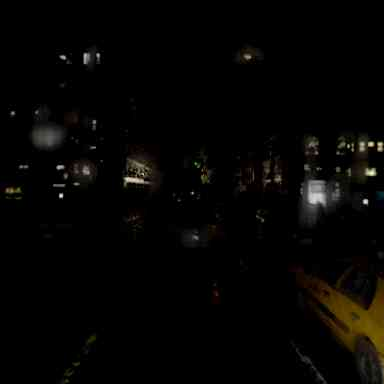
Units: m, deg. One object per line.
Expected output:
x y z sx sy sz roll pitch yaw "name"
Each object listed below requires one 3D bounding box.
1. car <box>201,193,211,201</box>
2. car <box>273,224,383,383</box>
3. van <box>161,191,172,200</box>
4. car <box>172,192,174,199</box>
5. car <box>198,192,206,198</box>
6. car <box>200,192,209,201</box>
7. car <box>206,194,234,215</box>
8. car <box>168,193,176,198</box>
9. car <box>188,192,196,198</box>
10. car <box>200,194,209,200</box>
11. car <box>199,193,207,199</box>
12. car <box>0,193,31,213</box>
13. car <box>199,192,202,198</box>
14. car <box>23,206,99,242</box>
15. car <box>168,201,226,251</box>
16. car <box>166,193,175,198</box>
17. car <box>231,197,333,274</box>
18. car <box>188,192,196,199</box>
2.706 0.960 65.045 1.967 1.590 4.097 0 0 0 "car"
2.691 1.485 4.793 1.752 1.417 4.829 0 0 0 "car"
-5.674 0.825 70.745 1.690 1.788 3.998 0 0 0 "van"
-5.672 1.031 76.444 1.802 1.307 4.206 0 0 0 "car"
2.711 0.824 87.832 1.967 1.590 4.097 0 0 0 "car"
2.703 1.144 53.653 2.008 1.369 4.403 0 0 0 "car"
3.958 1.233 30.931 5.008 1.535 1.882 0 -1 -44 "car"
-5.668 0.904 93.533 2.008 1.369 4.403 0 0 0 "car"
0.024 0.805 90.842 2.128 1.511 4.902 0 0 0 "car"
2.707 1.066 70.744 1.802 1.307 4.206 0 0 0 "car"
2.710 0.967 82.136 2.008 1.369 4.403 0 0 0 "car"
-17.266 1.020 29.939 5.009 1.841 2.192 0 0 0 "car"
2.705 0.997 59.349 1.967 1.590 4.097 0 0 0 "car"
-5.687 1.398 15.535 1.752 1.417 4.829 0 0 0 "car"
0.106 1.366 13.588 1.882 1.535 5.008 0 0 0 "car"
-5.669 0.950 87.837 1.947 1.339 4.313 0 0 0 "car"
2.693 1.232 10.161 2.192 1.841 5.009 0 0 0 "car"
0.022 0.970 80.835 1.994 1.385 4.181 0 0 0 "car"
